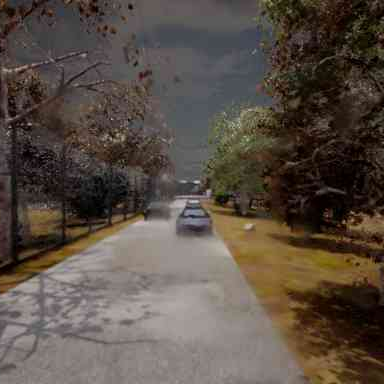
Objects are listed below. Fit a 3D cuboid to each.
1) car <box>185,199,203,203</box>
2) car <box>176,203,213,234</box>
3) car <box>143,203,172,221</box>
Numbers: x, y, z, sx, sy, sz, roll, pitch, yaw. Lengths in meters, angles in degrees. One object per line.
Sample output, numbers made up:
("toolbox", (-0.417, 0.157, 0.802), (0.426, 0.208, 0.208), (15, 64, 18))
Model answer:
("car", (0.204, 1.474, 36.555), (1.812, 1.442, 4.674), (0, 0, 0))
("car", (0.133, 1.537, 18.984), (1.994, 1.385, 4.181), (0, 0, 0))
("car", (-2.740, 1.553, 27.034), (1.895, 1.301, 4.718), (0, 0, 1))
